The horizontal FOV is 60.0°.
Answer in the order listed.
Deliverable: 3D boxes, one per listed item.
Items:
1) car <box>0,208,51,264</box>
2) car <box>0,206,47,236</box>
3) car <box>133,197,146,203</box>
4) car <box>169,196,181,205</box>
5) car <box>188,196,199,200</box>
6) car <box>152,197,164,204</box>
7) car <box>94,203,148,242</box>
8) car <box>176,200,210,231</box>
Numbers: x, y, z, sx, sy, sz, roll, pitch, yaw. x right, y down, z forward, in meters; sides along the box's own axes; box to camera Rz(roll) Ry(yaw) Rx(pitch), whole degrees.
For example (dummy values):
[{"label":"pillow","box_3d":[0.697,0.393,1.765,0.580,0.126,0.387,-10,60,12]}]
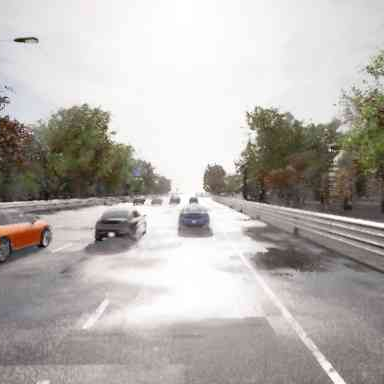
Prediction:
[{"label":"car","box_3d":[-6.896,1.372,12.007,2.097,1.767,4.553,0,0,0]},{"label":"car","box_3d":[-10.380,1.598,19.433,1.994,1.385,4.181,0,0,0]},{"label":"car","box_3d":[-10.169,1.622,64.736,2.128,1.511,4.902,0,0,0]},{"label":"car","box_3d":[-3.172,1.482,64.066,2.097,1.767,4.553,0,0,0]},{"label":"car","box_3d":[0.341,1.641,66.495,1.837,1.490,4.892,0,0,0]},{"label":"car","box_3d":[-6.669,1.695,64.568,1.994,1.385,4.181,0,0,0]},{"label":"car","box_3d":[-3.388,1.537,16.444,1.837,1.490,4.892,0,0,0]},{"label":"car","box_3d":[0.124,1.519,21.050,1.882,1.535,5.008,0,0,0]}]
